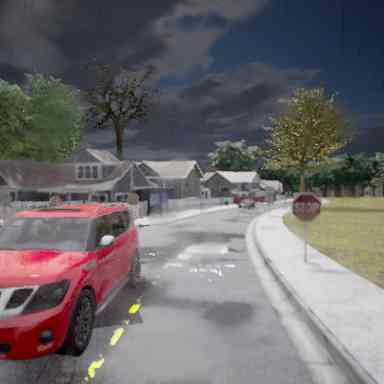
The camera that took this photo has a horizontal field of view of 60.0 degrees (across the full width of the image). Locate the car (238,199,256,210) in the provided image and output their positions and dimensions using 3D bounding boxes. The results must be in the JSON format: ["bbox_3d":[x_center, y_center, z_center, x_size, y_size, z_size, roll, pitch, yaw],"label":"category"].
[{"bbox_3d":[8.453,1.861,51.059,2.128,1.511,4.902,1,0,24],"label":"car"}]

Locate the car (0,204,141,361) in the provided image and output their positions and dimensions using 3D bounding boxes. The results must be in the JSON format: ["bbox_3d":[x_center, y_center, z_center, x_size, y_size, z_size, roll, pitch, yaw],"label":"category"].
[{"bbox_3d":[-2.500,1.311,6.556,2.150,2.045,5.566,0,0,3],"label":"car"}]
